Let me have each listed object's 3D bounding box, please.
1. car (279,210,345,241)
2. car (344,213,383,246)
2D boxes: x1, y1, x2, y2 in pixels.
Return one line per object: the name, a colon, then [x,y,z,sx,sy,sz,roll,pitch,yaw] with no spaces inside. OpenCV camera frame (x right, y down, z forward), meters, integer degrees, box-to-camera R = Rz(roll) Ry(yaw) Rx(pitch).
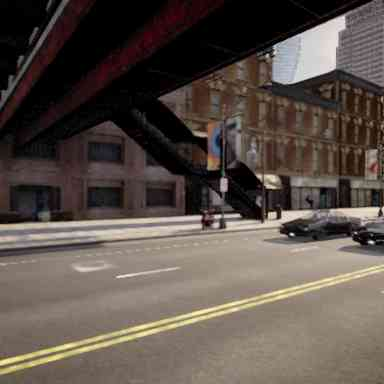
car: [7.000,1.686,17.673,5.357,1.411,2.033,1,0,-36]
car: [9.481,1.689,15.147,5.357,1.411,2.033,1,0,-36]
